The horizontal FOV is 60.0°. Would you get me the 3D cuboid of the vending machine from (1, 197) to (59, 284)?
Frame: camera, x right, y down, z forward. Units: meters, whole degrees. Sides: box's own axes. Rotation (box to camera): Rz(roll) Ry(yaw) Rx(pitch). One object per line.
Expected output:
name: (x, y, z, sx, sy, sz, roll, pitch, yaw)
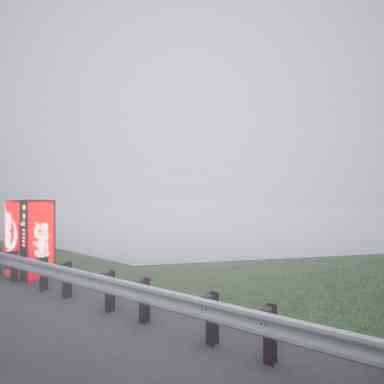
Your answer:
vending machine: (-4.296, 1.195, 8.838, 0.880, 2.100, 1.100, 0, 0, 36)
